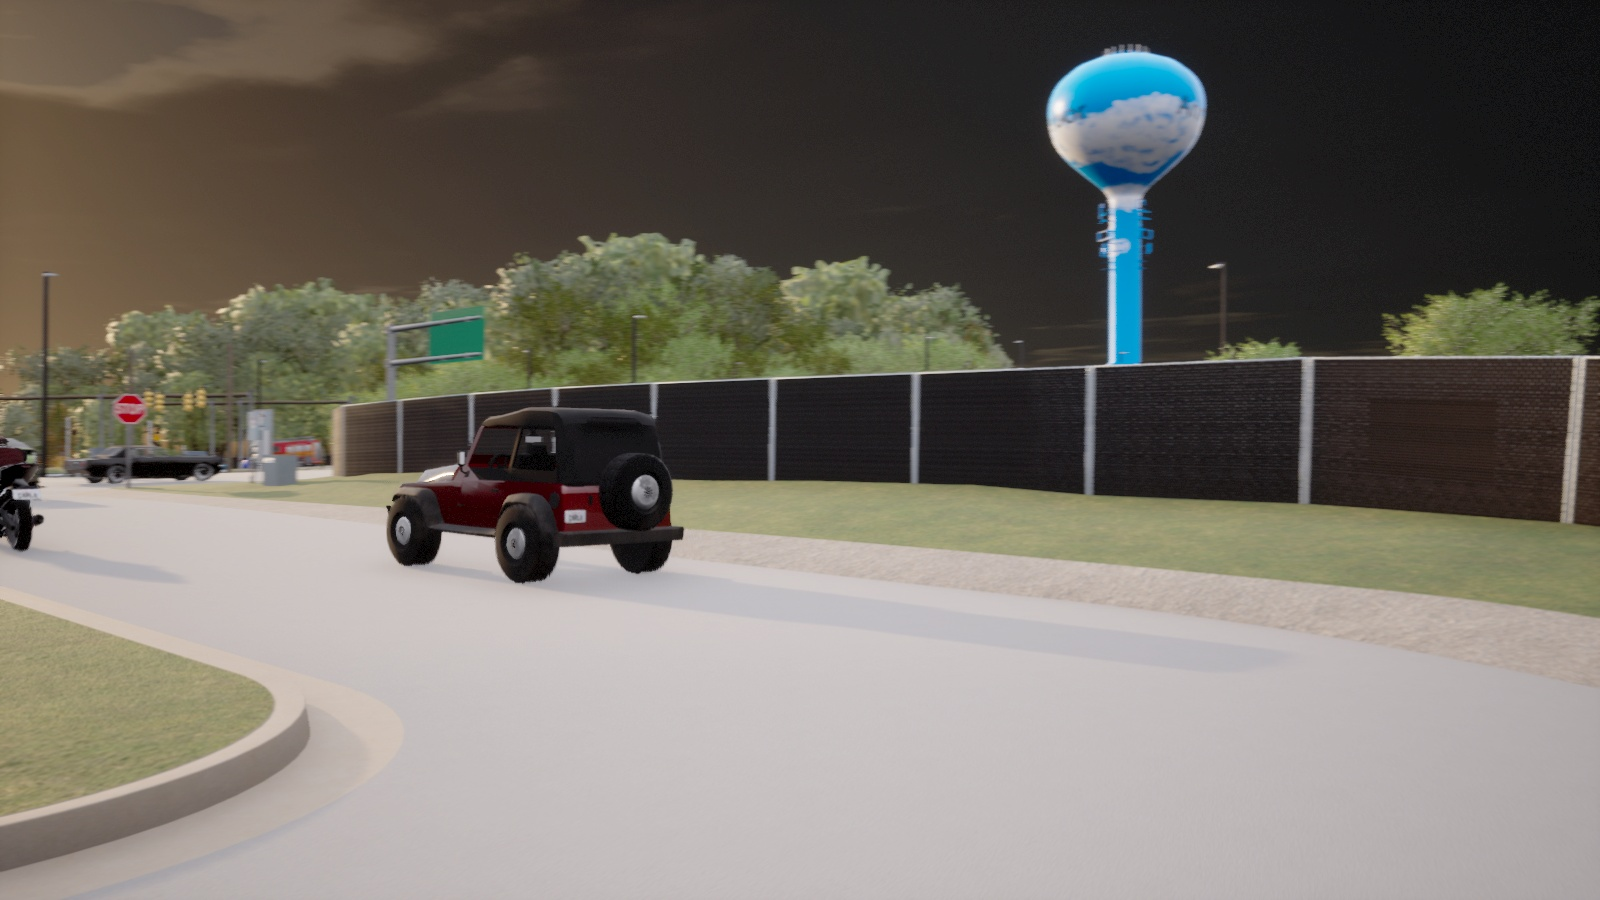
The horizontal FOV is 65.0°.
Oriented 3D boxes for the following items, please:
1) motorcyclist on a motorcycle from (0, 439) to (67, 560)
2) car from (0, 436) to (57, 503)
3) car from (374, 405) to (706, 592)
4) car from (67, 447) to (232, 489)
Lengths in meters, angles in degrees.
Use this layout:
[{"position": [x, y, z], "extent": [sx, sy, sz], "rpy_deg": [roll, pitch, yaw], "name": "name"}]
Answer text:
[{"position": [-10.755, 0.628, 16.970], "extent": [2.191, 1.530, 0.866], "rpy_deg": [1, 1, 43], "name": "motorcyclist on a motorcycle"}, {"position": [-19.637, 0.465, 30.059], "extent": [4.514, 1.525, 2.007], "rpy_deg": [-1, 0, 43], "name": "car"}, {"position": [-3.113, 0.471, 14.636], "extent": [3.866, 1.878, 1.905], "rpy_deg": [1, 0, 43], "name": "car"}, {"position": [-22.475, 0.592, 43.539], "extent": [1.895, 1.301, 4.718], "rpy_deg": [0, 1, 39], "name": "car"}]
